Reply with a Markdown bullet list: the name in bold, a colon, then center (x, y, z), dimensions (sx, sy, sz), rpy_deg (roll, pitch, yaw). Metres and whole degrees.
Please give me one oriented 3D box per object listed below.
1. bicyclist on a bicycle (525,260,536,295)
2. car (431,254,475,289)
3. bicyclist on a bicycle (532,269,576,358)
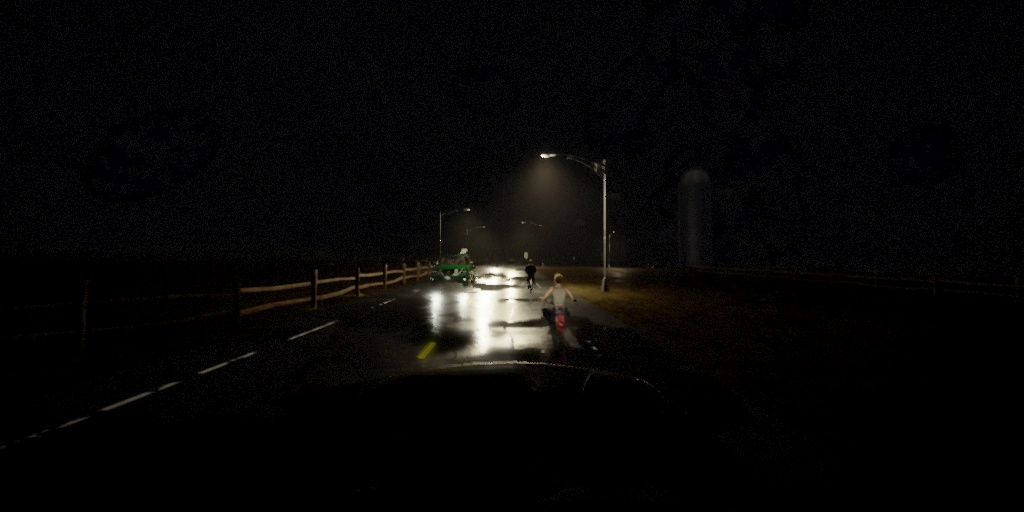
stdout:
- **bicyclist on a bicycle**: center (0.951, 1.061, 18.322), dimensions (0.659, 1.776, 1.843), rpy_deg (0, 0, 0)
- **car**: center (-3.618, 0.906, 23.045), dimensions (2.150, 2.045, 5.566), rpy_deg (0, 0, 0)
- **bicyclist on a bicycle**: center (0.948, 1.161, 7.445), dimensions (0.866, 1.612, 1.509), rpy_deg (0, 0, 0)
